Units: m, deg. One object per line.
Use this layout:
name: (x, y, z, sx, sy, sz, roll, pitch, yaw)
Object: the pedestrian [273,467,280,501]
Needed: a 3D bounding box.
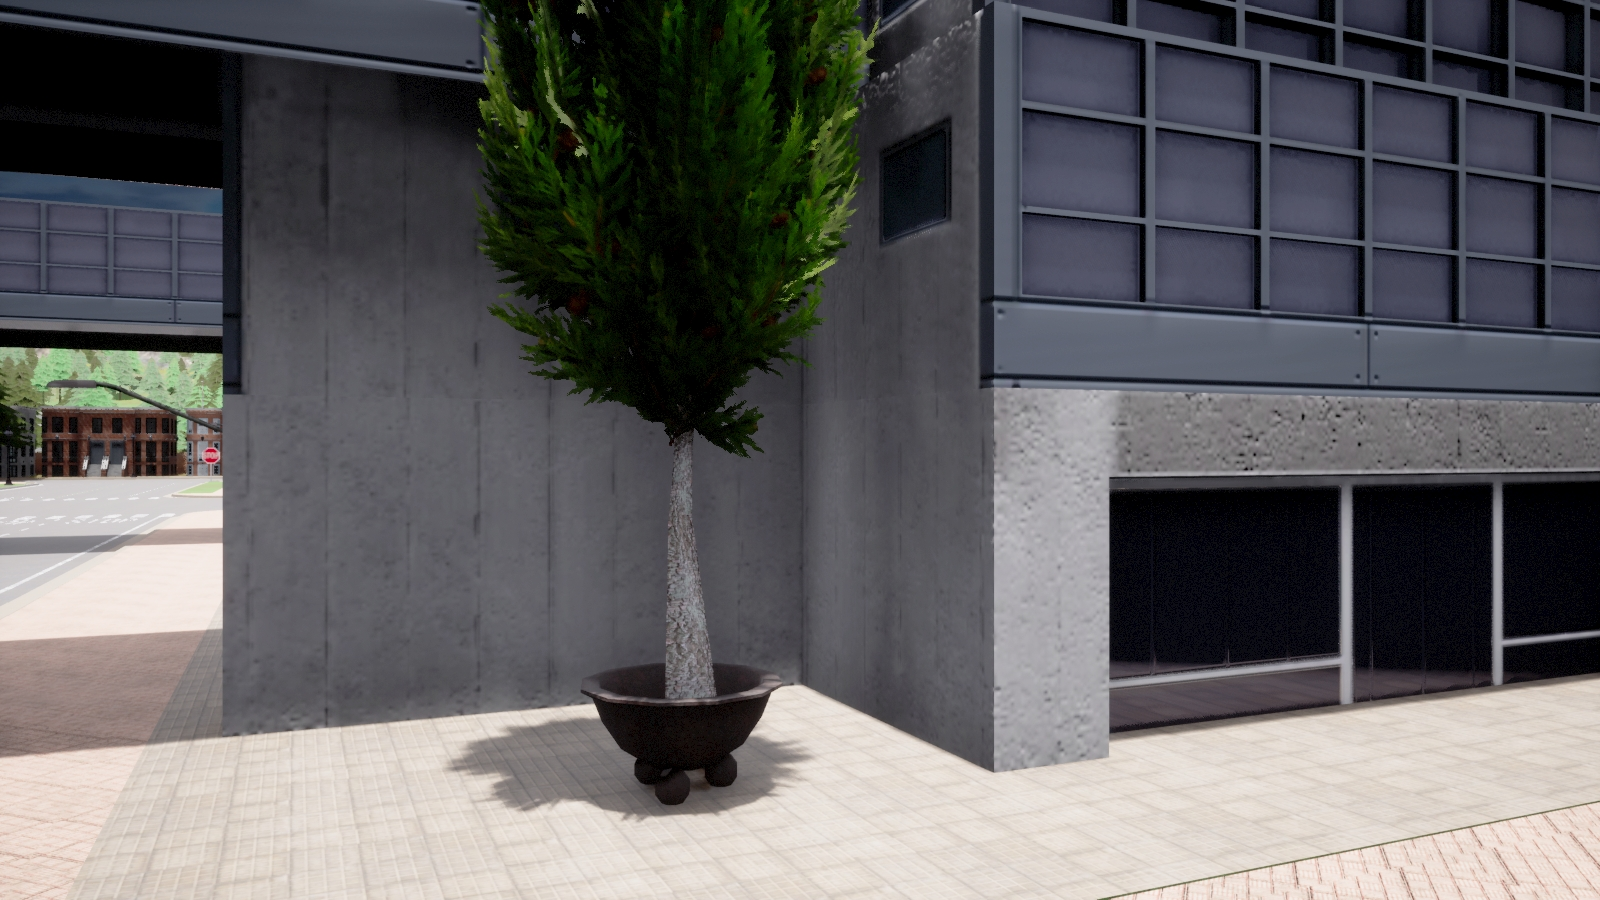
pedestrian: (-28.750, 1.849, 62.762, 0.375, 1.860, 0.375, 0, 0, -23)
